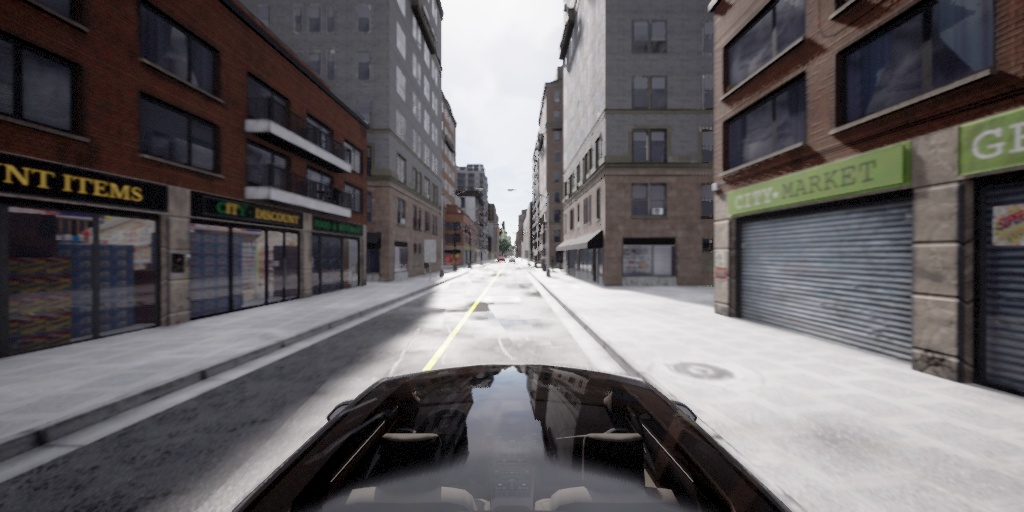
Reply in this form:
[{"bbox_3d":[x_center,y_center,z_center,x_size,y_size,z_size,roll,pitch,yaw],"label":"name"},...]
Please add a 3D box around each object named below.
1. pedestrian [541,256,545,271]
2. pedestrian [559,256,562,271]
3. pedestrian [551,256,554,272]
[{"bbox_3d":[3.650,0.860,42.398,0.375,1.860,0.375,0,0,0],"label":"pedestrian"},{"bbox_3d":[5.650,0.867,41.797,0.375,1.860,0.375,0,0,0],"label":"pedestrian"},{"bbox_3d":[4.650,0.863,41.197,0.375,1.860,0.375,0,0,0],"label":"pedestrian"}]
